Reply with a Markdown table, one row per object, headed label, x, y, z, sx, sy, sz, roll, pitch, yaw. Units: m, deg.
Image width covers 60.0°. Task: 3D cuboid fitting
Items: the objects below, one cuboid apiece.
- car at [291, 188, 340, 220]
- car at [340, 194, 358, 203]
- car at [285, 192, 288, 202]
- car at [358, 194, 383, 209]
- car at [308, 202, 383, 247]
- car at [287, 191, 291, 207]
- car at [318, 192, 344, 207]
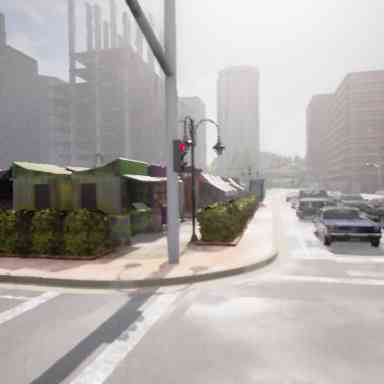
| label | x | y | z | sx | sy | sz | roll | pitch | yaw |
| --- | --- | --- | --- | --- | --- | --- | --- | --- | --- |
| car | 8.366 | 0.748 | 23.050 | 2.150 | 2.045 | 5.566 | -1 | 1 | 14 |
| car | 12.877 | 0.910 | 26.823 | 1.837 | 1.490 | 4.892 | -1 | 1 | 14 |
| car | 14.282 | 0.625 | 47.412 | 2.033 | 1.411 | 5.357 | -1 | 1 | 14 |
| car | 10.745 | 1.046 | 17.927 | 1.882 | 1.535 | 5.008 | -1 | 1 | 14 |
| car | 6.095 | 1.302 | 13.563 | 1.895 | 1.301 | 4.718 | -1 | 1 | 14 |
| car | 10.724 | 0.871 | 32.875 | 1.812 | 1.442 | 4.674 | -1 | 1 | 13 |
| car | 15.221 | 0.789 | 36.589 | 1.994 | 1.385 | 4.181 | -1 | 1 | 14 |
